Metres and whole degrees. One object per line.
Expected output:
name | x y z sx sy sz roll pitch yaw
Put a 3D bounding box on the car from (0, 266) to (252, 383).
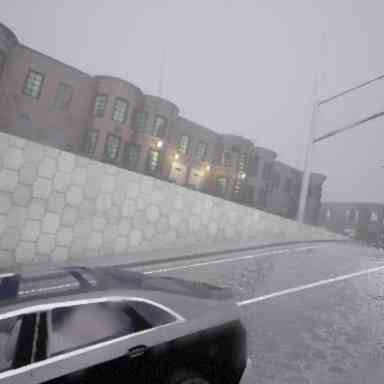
car | -1.685 1.511 2.762 4.902 1.511 2.128 0 0 -35
